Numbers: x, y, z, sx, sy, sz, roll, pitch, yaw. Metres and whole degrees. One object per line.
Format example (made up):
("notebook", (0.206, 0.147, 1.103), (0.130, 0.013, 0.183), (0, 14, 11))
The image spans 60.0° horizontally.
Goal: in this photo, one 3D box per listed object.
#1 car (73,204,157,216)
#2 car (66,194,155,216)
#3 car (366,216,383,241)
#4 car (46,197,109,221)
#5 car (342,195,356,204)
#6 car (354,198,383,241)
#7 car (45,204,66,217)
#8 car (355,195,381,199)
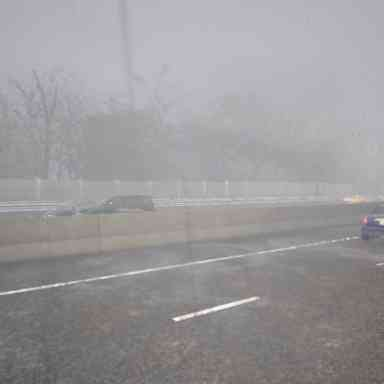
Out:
("car", (-3.814, 1.568, 18.473), (4.718, 1.301, 1.895), (0, 0, -36))
("car", (-4.993, 1.184, 21.931), (5.566, 2.045, 2.150), (0, 0, -36))
("car", (6.948, 1.446, 8.707), (4.902, 1.511, 2.128), (0, 0, -36))
("car", (-9.376, 1.317, 27.366), (4.553, 1.767, 2.097), (0, 0, -36))
("car", (25.602, 1.283, 52.307), (5.008, 1.535, 1.882), (0, 0, -35))
("car", (9.605, 1.284, 14.905), (4.553, 1.767, 2.097), (0, 0, -36))
("car", (-8.017, 1.472, 24.072), (4.892, 1.490, 1.837), (-1, 0, -36))
("car", (26.365, 1.337, 48.561), (4.674, 1.442, 1.812), (0, 0, -35))
